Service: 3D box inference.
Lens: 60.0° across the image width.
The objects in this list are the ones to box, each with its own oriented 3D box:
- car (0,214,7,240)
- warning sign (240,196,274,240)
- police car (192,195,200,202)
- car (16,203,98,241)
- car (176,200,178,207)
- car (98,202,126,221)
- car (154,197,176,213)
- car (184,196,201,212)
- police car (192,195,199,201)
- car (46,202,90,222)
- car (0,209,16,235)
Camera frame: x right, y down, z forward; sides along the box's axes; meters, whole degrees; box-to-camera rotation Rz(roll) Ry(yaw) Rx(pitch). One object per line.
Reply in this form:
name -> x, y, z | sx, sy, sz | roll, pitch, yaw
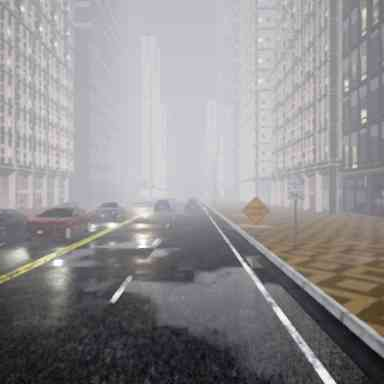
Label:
car -> -6.601, 1.487, 7.394 | 2.128, 1.511, 4.902 | 0, 0, 0
warning sign -> 2.851, 1.110, 14.828 | 1.300, 1.860, 1.060 | 0, 0, 0
police car -> 0.962, 1.559, 84.944 | 1.930, 1.638, 5.238 | 0, 0, 0
car -> -6.601, 1.471, 16.921 | 1.882, 1.535, 5.008 | 0, 0, 0
car -> -3.166, 1.521, 48.442 | 2.128, 1.511, 4.902 | 0, 0, 0
car -> -6.598, 1.523, 26.969 | 1.812, 1.442, 4.674 | 0, 0, 0
car -> -3.154, 1.486, 37.279 | 1.882, 1.535, 5.008 | 0, 0, 0
car -> 0.098, 1.537, 38.775 | 1.812, 1.442, 4.674 | 0, 0, 0
police car -> 0.960, 1.602, 94.945 | 1.930, 1.638, 5.238 | 0, 0, 0
car -> -9.844, 1.560, 26.700 | 1.994, 1.385, 4.181 | 0, 0, 0
car -> -9.851, 1.556, 16.776 | 1.994, 1.385, 4.181 | 0, 0, 0
